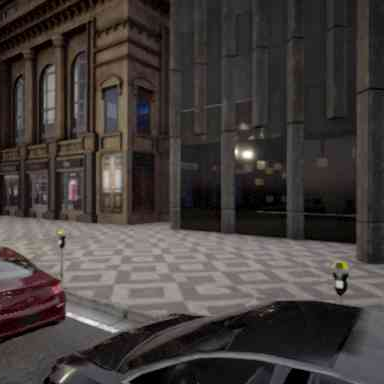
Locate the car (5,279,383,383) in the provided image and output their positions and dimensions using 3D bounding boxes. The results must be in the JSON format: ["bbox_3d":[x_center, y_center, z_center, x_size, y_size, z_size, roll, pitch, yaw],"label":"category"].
[{"bbox_3d":[0.696,1.566,2.465,4.313,1.339,1.947,0,0,36],"label":"car"}]

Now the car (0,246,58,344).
[{"bbox_3d":[-3.865,1.581,5.718,4.206,1.307,1.802,0,0,36],"label":"car"}]
